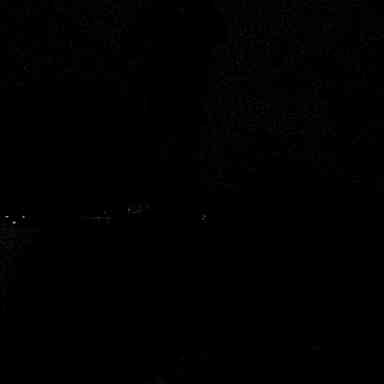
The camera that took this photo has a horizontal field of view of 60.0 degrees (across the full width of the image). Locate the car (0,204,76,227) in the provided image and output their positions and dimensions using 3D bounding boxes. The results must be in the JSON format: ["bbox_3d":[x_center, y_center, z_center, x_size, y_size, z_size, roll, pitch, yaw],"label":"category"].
[{"bbox_3d":[-10.676,1.728,23.723,1.895,1.301,4.718,0,-1,24],"label":"car"}]

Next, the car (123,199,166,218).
[{"bbox_3d":[-4.869,1.810,36.784,2.150,2.045,5.566,0,-2,24],"label":"car"}]

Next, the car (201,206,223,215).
[{"bbox_3d":[3.667,3.088,55.725,1.837,1.490,4.892,0,-3,24],"label":"car"}]

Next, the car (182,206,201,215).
[{"bbox_3d":[0.239,3.110,56.646,2.033,1.411,5.357,0,-3,24],"label":"car"}]

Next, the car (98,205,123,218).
[{"bbox_3d":[-8.526,2.116,37.157,1.994,1.385,4.181,0,-3,24],"label":"car"}]
